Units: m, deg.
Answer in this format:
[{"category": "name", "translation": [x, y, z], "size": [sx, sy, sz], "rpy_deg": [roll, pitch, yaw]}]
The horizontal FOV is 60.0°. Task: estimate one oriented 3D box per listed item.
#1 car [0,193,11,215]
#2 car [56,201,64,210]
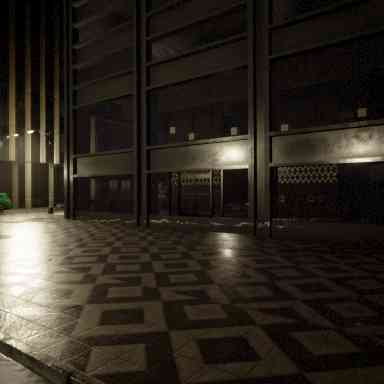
[{"category": "car", "translation": [-19.438, 1.110, 30.094], "size": [2.150, 2.045, 5.566], "rpy_deg": [0, 0, 37]}, {"category": "car", "translation": [-13.346, 1.322, 38.721], "size": [1.882, 1.535, 5.008], "rpy_deg": [0, 0, 36]}]
